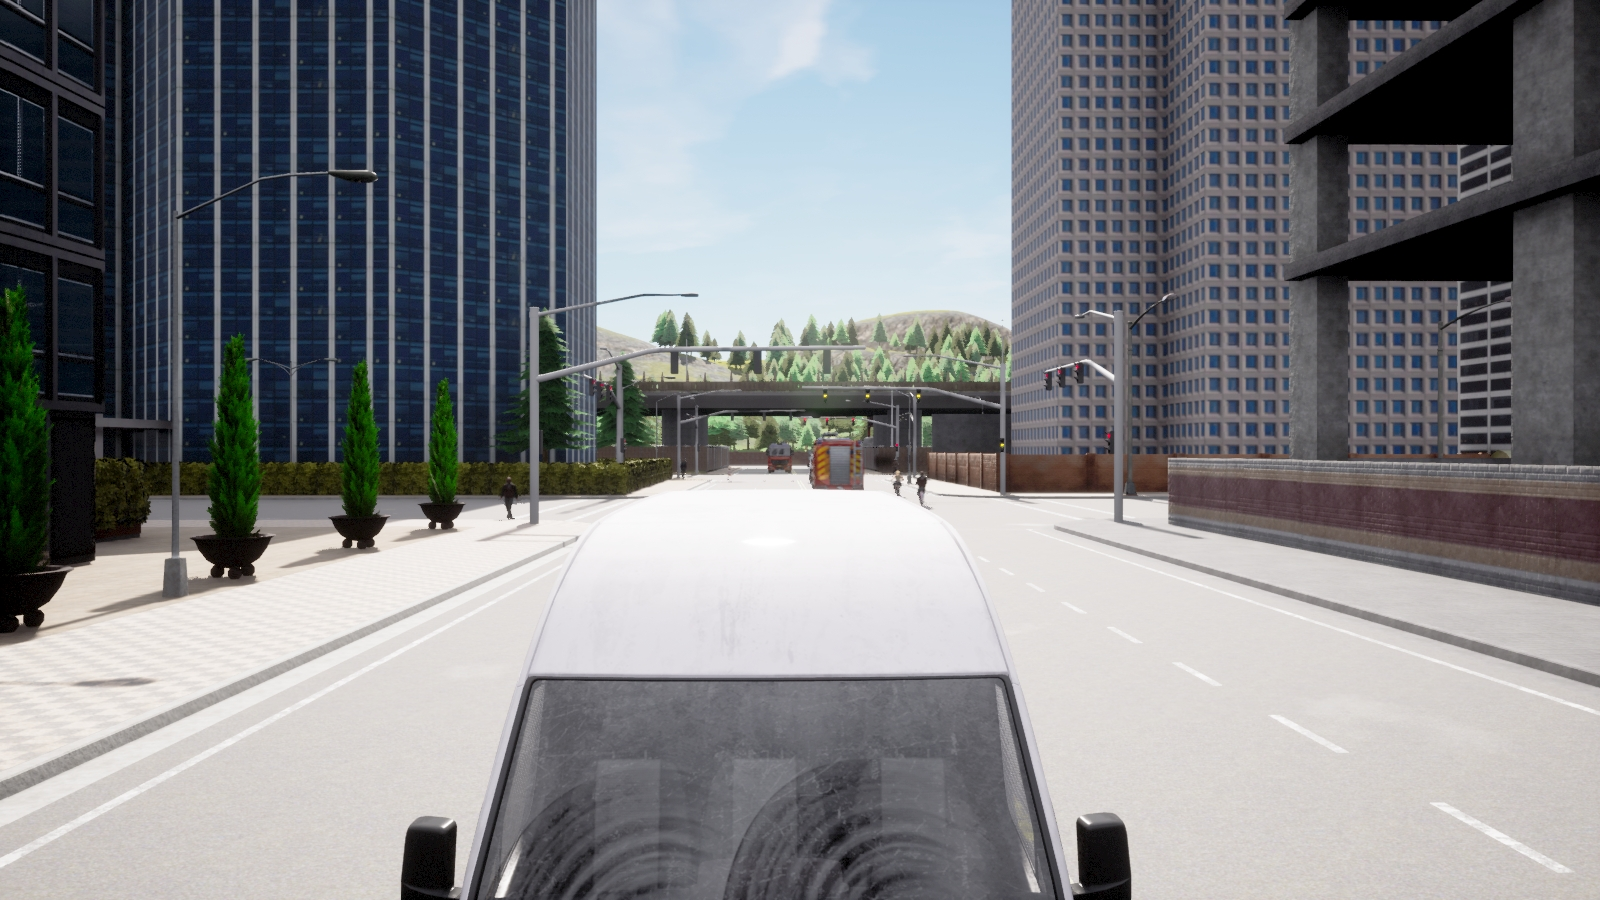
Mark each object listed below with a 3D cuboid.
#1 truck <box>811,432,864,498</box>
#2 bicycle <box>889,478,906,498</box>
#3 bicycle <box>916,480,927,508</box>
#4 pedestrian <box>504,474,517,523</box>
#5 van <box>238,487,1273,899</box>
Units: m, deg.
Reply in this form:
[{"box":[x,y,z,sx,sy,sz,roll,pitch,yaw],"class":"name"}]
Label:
[{"box":[2.224,0.890,71.018,2.891,3.827,8.468,0,0,-1],"class":"truck"},{"box":[5.771,2.233,67.644,0.859,1.126,1.487,0,0,-1],"class":"bicycle"},{"box":[5.961,2.160,56.212,0.329,1.271,1.835,0,0,-1],"class":"bicycle"},{"box":[-11.144,1.848,43.966,0.375,1.860,0.375,0,0,3],"class":"pedestrian"},{"box":[-0.128,1.535,5.152,1.988,2.561,5.915,0,0,-1],"class":"van"}]
